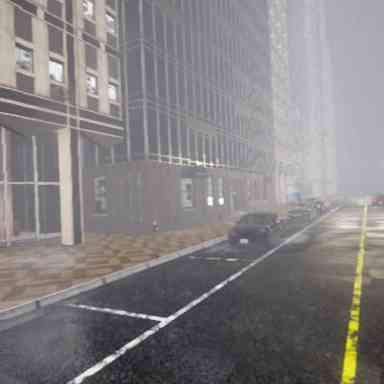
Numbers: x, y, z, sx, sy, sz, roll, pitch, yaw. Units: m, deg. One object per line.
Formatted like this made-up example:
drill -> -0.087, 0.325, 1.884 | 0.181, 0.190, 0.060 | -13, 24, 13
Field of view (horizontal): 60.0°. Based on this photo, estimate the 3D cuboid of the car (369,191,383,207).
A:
car -> 21.955, 0.992, 38.799 | 1.812, 1.442, 4.674 | -3, -1, 28

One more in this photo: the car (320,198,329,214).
car -> 11.003, 1.284, 30.338 | 1.967, 1.590, 4.097 | -3, -1, 28

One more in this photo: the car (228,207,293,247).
car -> 3.102, 1.590, 15.349 | 1.947, 1.339, 4.313 | -3, -1, 28

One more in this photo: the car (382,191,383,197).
car -> 44.768, 0.475, 76.383 | 1.947, 1.339, 4.313 | -3, -1, 28

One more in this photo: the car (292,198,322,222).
car -> 8.372, 1.454, 25.340 | 2.008, 1.369, 4.403 | -3, -1, 28
